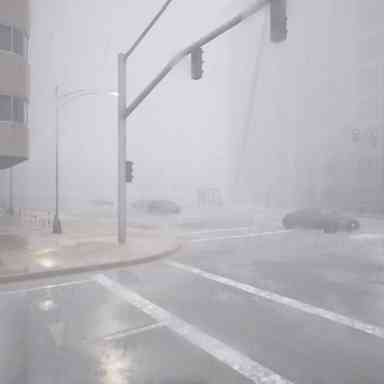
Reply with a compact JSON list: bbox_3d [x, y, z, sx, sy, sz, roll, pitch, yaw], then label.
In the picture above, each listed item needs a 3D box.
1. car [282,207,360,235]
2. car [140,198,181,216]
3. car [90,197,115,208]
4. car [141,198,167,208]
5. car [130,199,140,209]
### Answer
[{"bbox_3d":[7.299,1.564,19.134,1.994,1.385,4.181,0,0,-36],"label":"car"},{"bbox_3d":[-2.968,1.504,33.207,1.837,1.490,4.892,0,0,-36],"label":"car"},{"bbox_3d":[-12.535,1.401,46.468,1.895,1.301,4.718,0,0,-36],"label":"car"},{"bbox_3d":[-5.708,1.564,49.159,1.994,1.385,4.181,0,0,-36],"label":"car"},{"bbox_3d":[-6.227,1.547,43.940,2.033,1.411,5.357,0,0,-36],"label":"car"}]
